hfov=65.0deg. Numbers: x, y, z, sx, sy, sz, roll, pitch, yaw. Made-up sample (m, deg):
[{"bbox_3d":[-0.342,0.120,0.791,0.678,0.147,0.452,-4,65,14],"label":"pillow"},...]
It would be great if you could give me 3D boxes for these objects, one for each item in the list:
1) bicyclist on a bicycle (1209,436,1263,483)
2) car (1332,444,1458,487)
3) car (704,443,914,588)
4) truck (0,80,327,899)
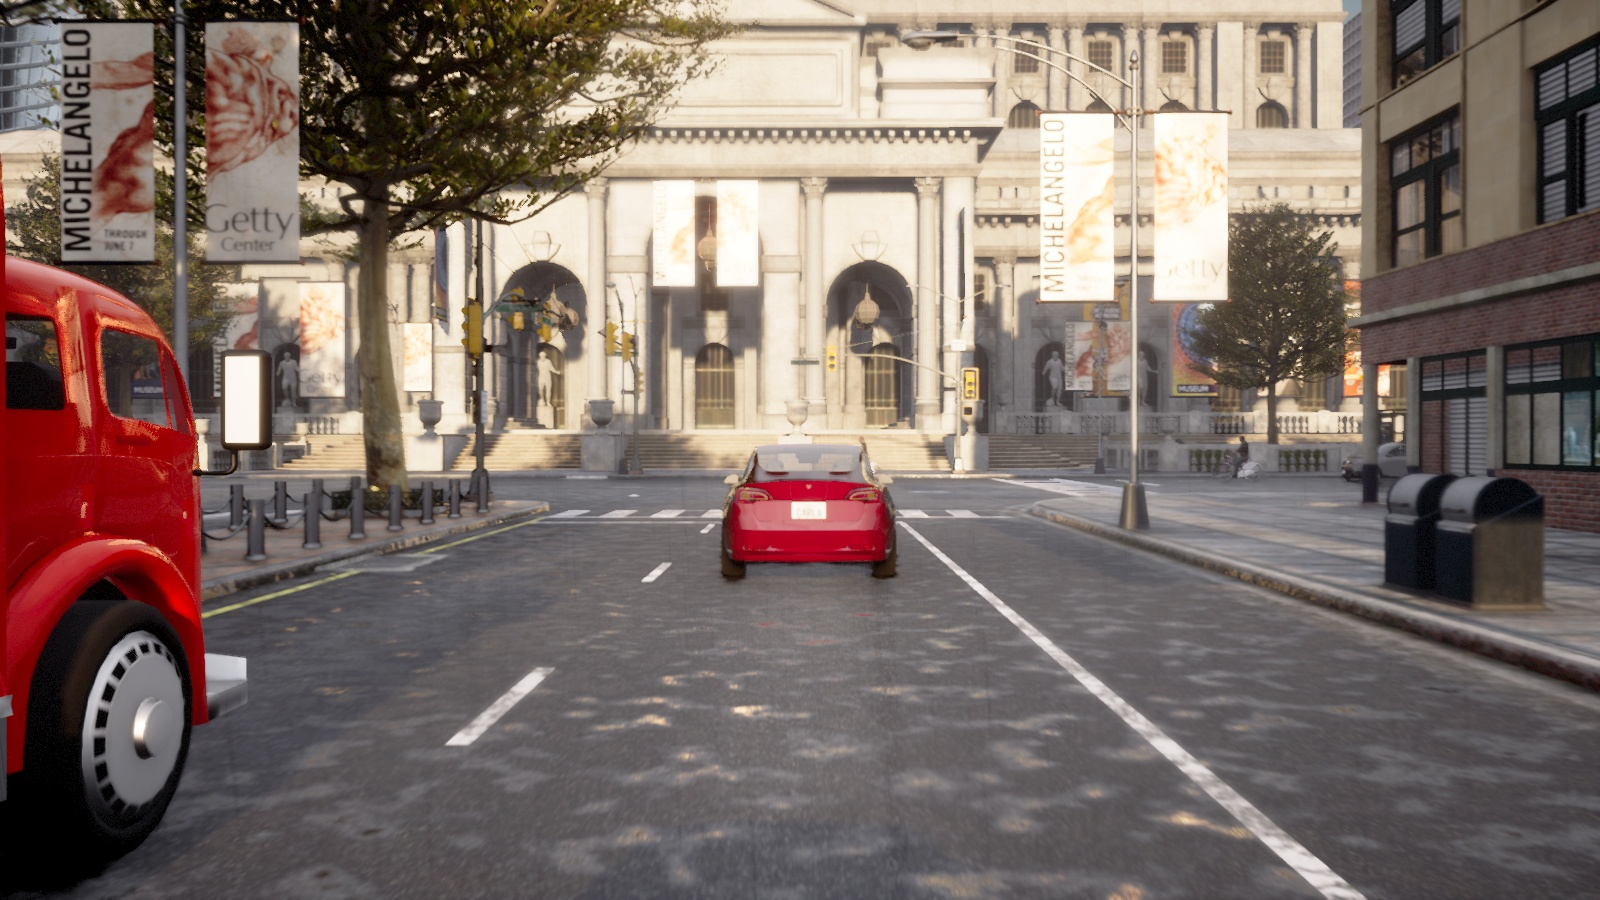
[{"bbox_3d":[16.793,0.358,48.380,1.843,1.776,0.659,0,0,1],"label":"bicyclist on a bicycle"},{"bbox_3d":[21.195,0.525,44.838,3.633,1.501,1.845,0,0,1],"label":"car"},{"bbox_3d":[0.104,0.660,15.344,2.163,1.488,4.792,0,0,0],"label":"car"},{"bbox_3d":[-3.467,0.240,3.082,2.627,2.467,5.204,0,0,0],"label":"truck"}]
